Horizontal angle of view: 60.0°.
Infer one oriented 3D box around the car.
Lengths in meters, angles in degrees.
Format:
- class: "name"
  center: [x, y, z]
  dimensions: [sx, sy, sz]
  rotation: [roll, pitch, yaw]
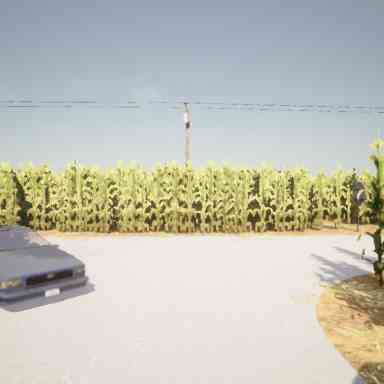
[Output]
- class: "car"
  center: [-4.702, 1.547, 8.136]
  dimensions: [5.357, 1.411, 2.033]
  rotation: [0, 0, 40]
